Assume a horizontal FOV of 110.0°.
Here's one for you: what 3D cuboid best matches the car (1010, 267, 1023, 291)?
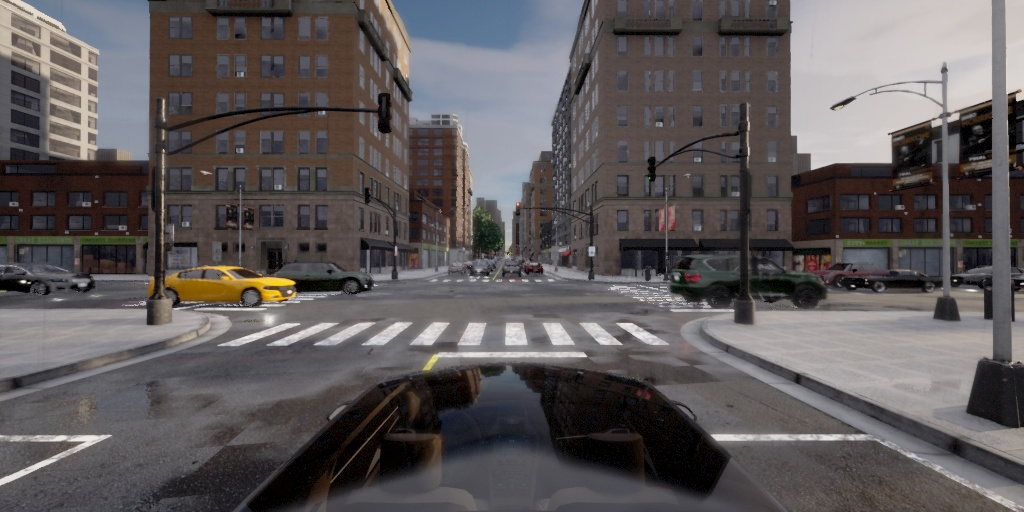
[{"bbox_3d":[32.316,1.479,21.303,4.181,1.385,1.994,0,0,-1],"label":"car"}]

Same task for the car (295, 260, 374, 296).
[{"bbox_3d":[-9.527,1.059,18.345,4.553,1.767,2.097,0,-1,-12],"label":"car"}]

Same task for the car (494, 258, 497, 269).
[{"bbox_3d":[-3.376,1.340,47.395,2.033,1.411,5.357,0,0,-1],"label":"car"}]

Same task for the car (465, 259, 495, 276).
[{"bbox_3d":[-3.268,1.267,37.591,2.128,1.511,4.902,0,0,0],"label":"car"}]

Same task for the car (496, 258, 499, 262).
[{"bbox_3d":[-3.487,1.321,57.776,1.837,1.490,4.892,0,0,0],"label":"car"}]

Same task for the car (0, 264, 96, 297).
[{"bbox_3d":[-23.345,1.135,17.426,4.902,1.511,2.128,0,0,-1],"label":"car"}]

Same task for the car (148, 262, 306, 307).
[{"bbox_3d":[-11.359,1.146,14.265,5.008,1.535,1.882,0,0,0],"label":"car"}]

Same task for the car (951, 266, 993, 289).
[{"bbox_3d":[32.769,1.448,24.556,4.892,1.490,1.837,0,0,0],"label":"car"}]

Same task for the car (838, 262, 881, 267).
[{"bbox_3d":[22.885,1.250,24.486,4.553,1.767,2.097,0,0,-1],"label":"car"}]

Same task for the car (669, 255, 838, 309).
[{"bbox_3d":[9.284,0.980,14.429,5.566,2.045,2.150,0,0,0],"label":"car"}]

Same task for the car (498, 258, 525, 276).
[{"bbox_3d":[-0.077,1.266,36.740,2.128,1.511,4.902,0,0,0],"label":"car"}]

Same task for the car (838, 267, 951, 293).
[{"bbox_3d":[22.377,1.470,21.232,4.718,1.301,1.895,0,0,-1],"label":"car"}]

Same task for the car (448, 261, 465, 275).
[{"bbox_3d":[-6.064,1.329,39.847,2.007,1.370,4.403,0,0,-1],"label":"car"}]

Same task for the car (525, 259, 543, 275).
[{"bbox_3d":[2.461,1.324,39.940,1.888,1.381,4.507,0,0,-1],"label":"car"}]
